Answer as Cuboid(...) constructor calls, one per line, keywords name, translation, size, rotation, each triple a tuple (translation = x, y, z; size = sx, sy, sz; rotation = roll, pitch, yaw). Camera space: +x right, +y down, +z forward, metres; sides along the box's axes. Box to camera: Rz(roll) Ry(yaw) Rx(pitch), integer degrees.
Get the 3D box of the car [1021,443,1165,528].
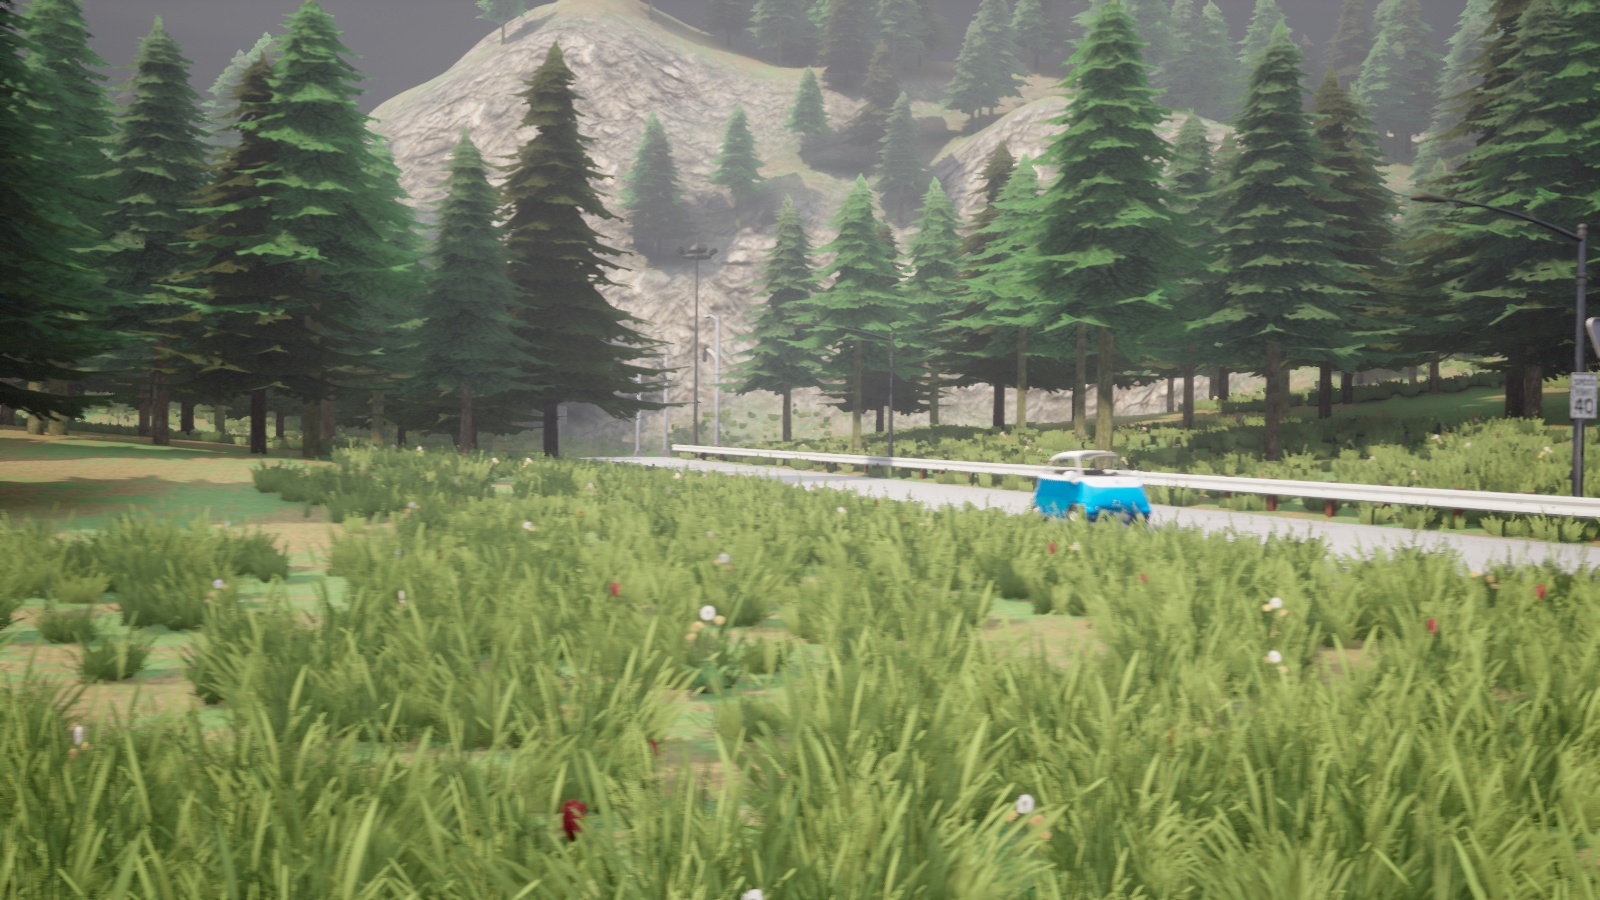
Cuboid(name="car", translation=(5.099, 0.580, 22.039), size=(1.481, 1.376, 2.207), rotation=(-1, 1, -21))
